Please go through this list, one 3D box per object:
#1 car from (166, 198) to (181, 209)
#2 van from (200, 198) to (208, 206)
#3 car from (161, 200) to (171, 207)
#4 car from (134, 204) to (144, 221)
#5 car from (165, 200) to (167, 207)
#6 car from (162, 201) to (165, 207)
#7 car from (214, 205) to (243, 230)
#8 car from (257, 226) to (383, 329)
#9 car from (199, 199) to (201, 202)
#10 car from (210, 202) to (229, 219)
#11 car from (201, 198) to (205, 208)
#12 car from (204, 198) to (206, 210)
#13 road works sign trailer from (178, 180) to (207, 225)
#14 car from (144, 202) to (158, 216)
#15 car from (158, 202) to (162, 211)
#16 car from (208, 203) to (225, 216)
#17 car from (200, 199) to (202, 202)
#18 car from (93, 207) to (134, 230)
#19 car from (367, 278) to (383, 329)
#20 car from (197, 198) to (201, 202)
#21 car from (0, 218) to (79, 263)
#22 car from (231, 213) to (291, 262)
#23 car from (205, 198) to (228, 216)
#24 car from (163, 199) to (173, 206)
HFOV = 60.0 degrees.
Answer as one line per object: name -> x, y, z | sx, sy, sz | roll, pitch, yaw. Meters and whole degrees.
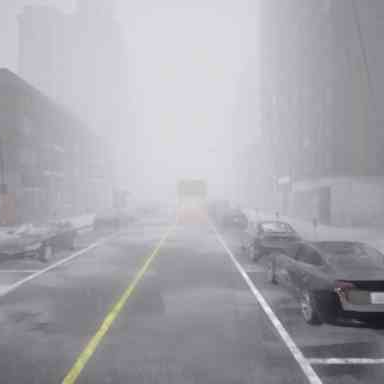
car -> -3.015, 2.296, 58.619 | 1.812, 1.442, 4.674 | 0, -1, 1
van -> 2.894, 2.376, 78.892 | 1.690, 1.788, 3.998 | 0, -1, 0
car -> -5.635, 2.529, 73.363 | 1.947, 1.339, 4.313 | 0, -1, 0
car -> -5.654, 1.968, 29.166 | 1.802, 1.307, 4.206 | 0, -1, 0
car -> -5.637, 2.473, 67.838 | 1.802, 1.307, 4.206 | 0, -1, 0
car -> -5.644, 2.240, 51.264 | 1.947, 1.339, 4.313 | 0, -1, 0
car -> 2.869, 1.880, 23.657 | 1.947, 1.339, 4.313 | 0, -1, 0
car -> 2.862, 1.662, 7.087 | 1.947, 1.339, 4.313 | 0, -1, 0
car -> 2.886, 2.369, 62.319 | 2.008, 1.369, 4.403 | 0, -1, 0
car -> 2.872, 1.914, 29.351 | 1.752, 1.417, 4.829 | 0, -1, 0
car -> 2.881, 2.115, 51.275 | 1.967, 1.590, 4.097 | 0, -1, 0
car -> 2.879, 2.043, 45.752 | 1.967, 1.590, 4.097 | 0, -1, 0
road works sign trailer -> 0.013, 0.830, 27.576 | 2.380, 3.560, 2.880 | 0, -1, 0
car -> -5.649, 2.075, 40.215 | 1.887, 1.381, 4.507 | 0, -1, 0
car -> -5.647, 2.168, 45.739 | 1.947, 1.339, 4.313 | 0, -1, 0
car -> 2.876, 2.058, 40.397 | 1.752, 1.417, 4.829 | 0, -1, 0
car -> 2.884, 2.297, 56.796 | 2.008, 1.369, 4.403 | 0, -1, 0
car -> -5.657, 1.859, 23.642 | 1.887, 1.381, 4.507 | 0, -1, 0
car -> 2.859, 1.605, 1.564 | 1.802, 1.307, 4.206 | 0, -1, 0
car -> 2.891, 2.278, 73.369 | 2.192, 1.841, 5.009 | 0, -1, 0
car -> -5.661, 1.720, 12.592 | 2.008, 1.369, 4.403 | 0, -1, 0
car -> 2.865, 1.720, 12.611 | 2.008, 1.369, 4.403 | 0, -1, 0
car -> 2.874, 1.773, 34.707 | 2.192, 1.841, 5.009 | 0, -1, 0
car -> -5.633, 2.475, 78.889 | 1.967, 1.590, 4.097 | 0, -1, 0
